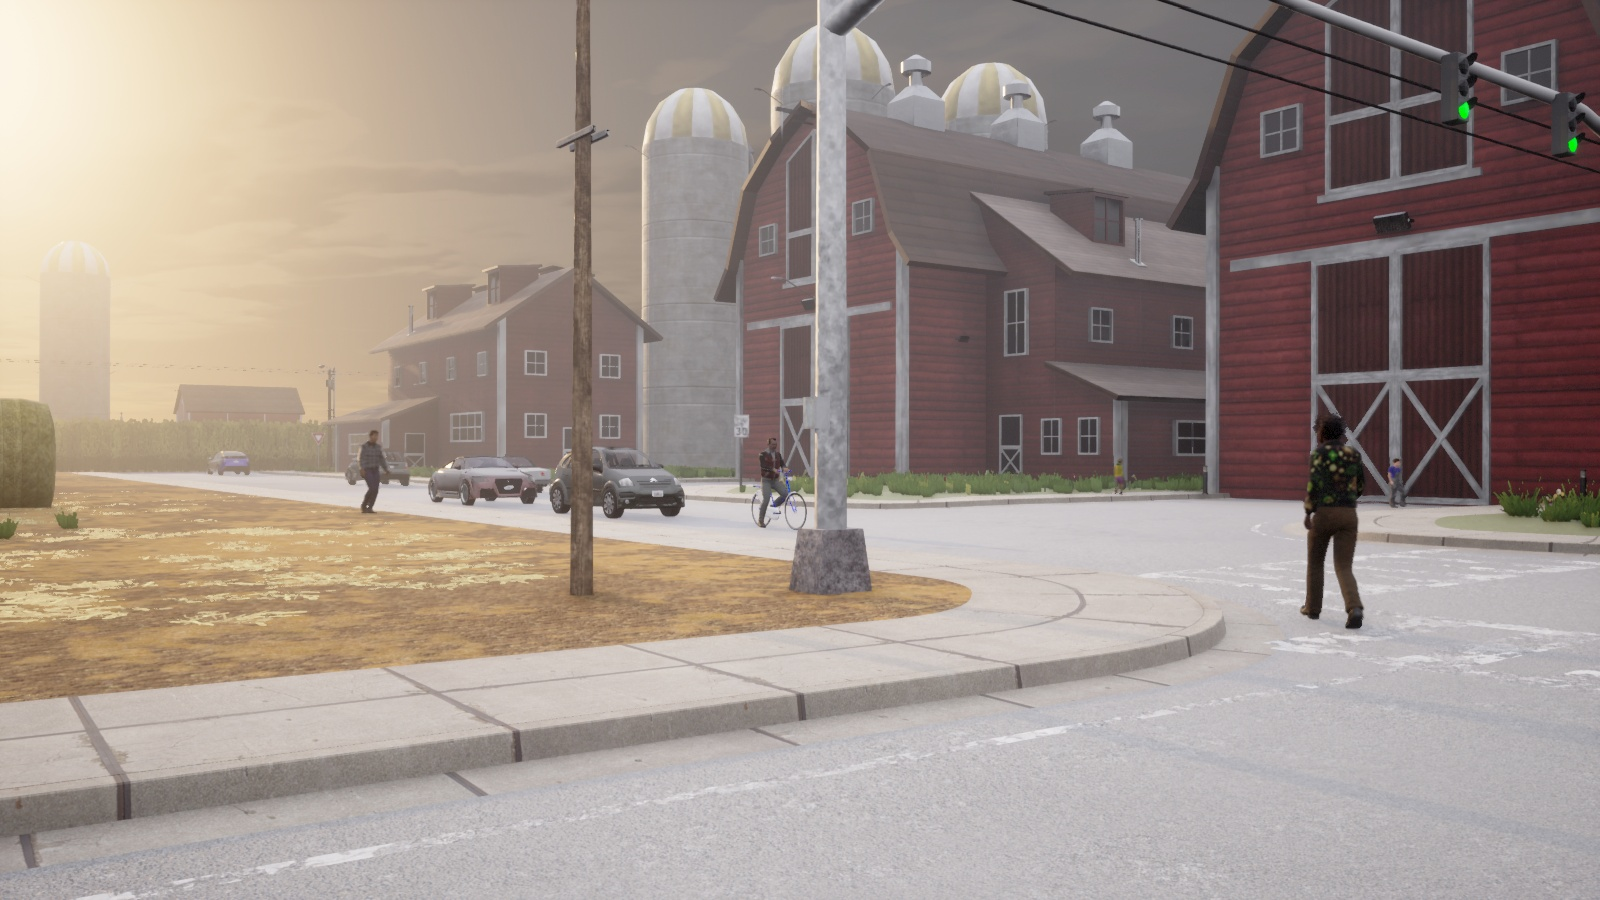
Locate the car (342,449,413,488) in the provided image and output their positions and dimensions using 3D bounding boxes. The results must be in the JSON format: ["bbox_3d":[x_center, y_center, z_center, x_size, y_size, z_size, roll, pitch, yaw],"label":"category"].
[{"bbox_3d":[-18.611,0.791,55.172,1.851,1.617,3.988,0,0,-36],"label":"car"}]

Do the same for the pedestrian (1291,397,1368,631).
[{"bbox_3d":[4.517,0.530,10.739,0.395,1.930,0.692,0,0,3],"label":"pedestrian"}]

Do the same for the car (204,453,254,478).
[{"bbox_3d":[-36.150,0.936,79.413,2.007,1.525,4.514,0,0,-36],"label":"car"}]

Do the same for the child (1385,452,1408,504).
[{"bbox_3d":[14.565,0.686,30.645,0.270,1.263,0.437,0,0,-20],"label":"child"}]

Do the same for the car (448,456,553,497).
[{"bbox_3d":[-10.560,0.899,44.035,1.895,1.301,4.718,-1,1,-36],"label":"car"}]

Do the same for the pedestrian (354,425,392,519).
[{"bbox_3d":[-8.977,0.456,26.380,0.788,1.949,0.423,0,0,41],"label":"pedestrian"}]

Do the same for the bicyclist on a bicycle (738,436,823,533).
[{"bbox_3d":[-0.399,0.641,24.027,0.659,1.776,1.843,-1,0,-36],"label":"bicyclist on a bicycle"}]

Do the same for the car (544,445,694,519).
[{"bbox_3d":[-4.310,0.697,29.434,1.851,1.617,3.988,0,0,-36],"label":"car"}]

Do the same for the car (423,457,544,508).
[{"bbox_3d":[-9.154,0.890,36.138,1.994,1.385,4.181,0,0,-36],"label":"car"}]

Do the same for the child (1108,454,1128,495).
[{"bbox_3d":[9.216,0.710,36.364,0.473,1.160,0.299,0,0,-28],"label":"child"}]
